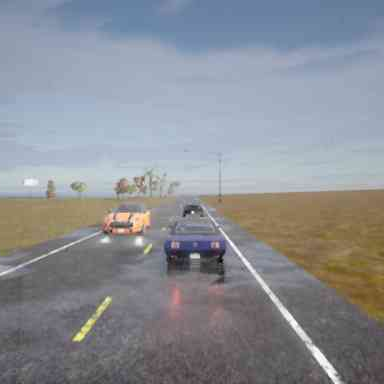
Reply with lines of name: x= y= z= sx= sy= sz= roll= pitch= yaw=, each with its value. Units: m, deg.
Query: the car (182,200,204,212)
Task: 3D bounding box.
car: x=0.094 y=1.576 z=32.270 sx=1.837 sy=1.490 sz=4.892 roll=0 pitch=0 yaw=0

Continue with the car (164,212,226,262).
car: x=0.098 y=1.629 z=12.181 sx=1.895 sy=1.301 sz=4.718 roll=0 pitch=0 yaw=0

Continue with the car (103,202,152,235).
car: x=-3.599 y=1.395 z=19.132 sx=2.097 sy=1.767 sz=4.553 roll=0 pitch=0 yaw=0
